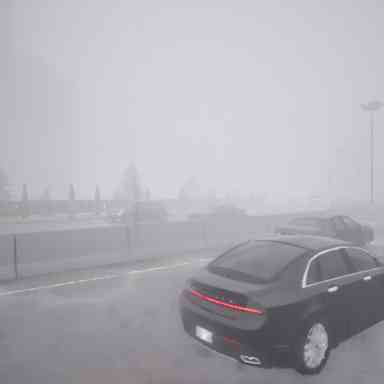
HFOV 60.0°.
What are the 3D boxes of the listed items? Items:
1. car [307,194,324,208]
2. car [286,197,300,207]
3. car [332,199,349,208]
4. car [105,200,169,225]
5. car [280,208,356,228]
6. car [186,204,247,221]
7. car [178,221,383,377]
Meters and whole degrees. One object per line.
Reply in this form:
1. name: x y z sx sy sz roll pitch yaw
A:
1. car: 18.878 1.389 50.732 2.150 2.045 5.566 0 0 23
2. car: 16.609 1.549 54.511 2.097 1.767 4.553 0 0 20
3. car: 19.957 1.658 44.764 1.812 1.442 4.674 0 0 26
4. car: -3.923 1.378 23.887 4.553 1.767 2.097 0 0 -44
5. car: 5.244 1.557 12.933 5.357 1.411 2.033 0 0 -43
6. car: 1.991 1.584 24.861 2.033 1.411 5.357 0 0 43
7. car: 2.039 1.507 5.632 4.892 1.490 1.837 0 0 -39
